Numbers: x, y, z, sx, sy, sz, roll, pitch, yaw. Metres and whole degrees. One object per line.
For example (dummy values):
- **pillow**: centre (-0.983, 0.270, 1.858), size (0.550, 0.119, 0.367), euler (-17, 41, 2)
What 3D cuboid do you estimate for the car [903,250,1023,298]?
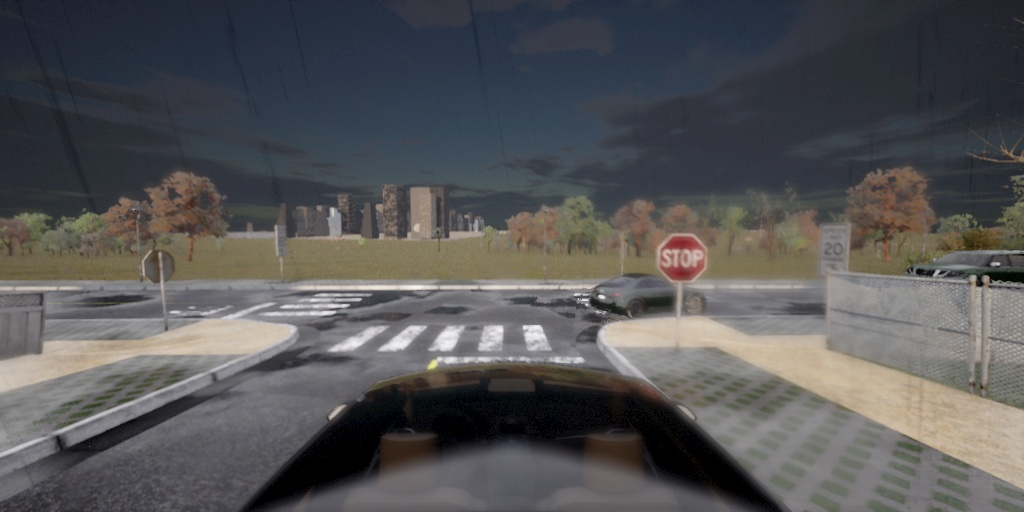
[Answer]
- **car**: centre (21.977, 0.762, 16.894), size (5.566, 2.045, 2.150), euler (0, 4, -2)

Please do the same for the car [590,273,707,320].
- **car**: centre (4.937, 1.325, 12.952), size (4.181, 1.385, 1.994), euler (-1, 4, -22)
